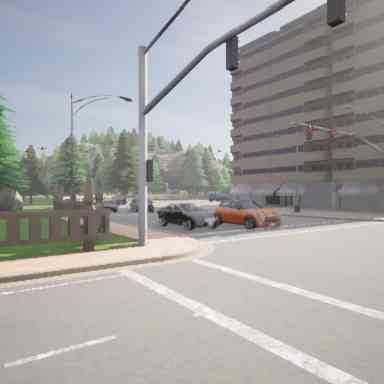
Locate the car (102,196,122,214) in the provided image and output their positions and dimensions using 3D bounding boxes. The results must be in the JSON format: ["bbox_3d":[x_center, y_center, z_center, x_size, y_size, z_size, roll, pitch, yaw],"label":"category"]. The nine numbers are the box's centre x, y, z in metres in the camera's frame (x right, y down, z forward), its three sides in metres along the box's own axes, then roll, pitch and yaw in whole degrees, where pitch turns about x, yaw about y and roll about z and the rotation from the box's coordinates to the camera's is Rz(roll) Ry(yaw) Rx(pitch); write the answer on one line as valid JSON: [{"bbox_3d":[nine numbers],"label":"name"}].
[{"bbox_3d":[-8.994,1.492,34.986,2.033,1.411,5.357,0,0,-20],"label":"car"}]

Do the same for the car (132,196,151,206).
[{"bbox_3d":[-8.150,1.422,54.294,1.882,1.535,5.008,0,0,6],"label":"car"}]

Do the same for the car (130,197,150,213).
[{"bbox_3d":[-5.448,1.451,35.722,1.837,1.490,4.892,0,0,-21],"label":"car"}]

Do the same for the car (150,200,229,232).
[{"bbox_3d":[-0.336,1.436,20.030,2.128,1.511,4.902,0,0,-34],"label":"car"}]

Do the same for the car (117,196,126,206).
[{"bbox_3d":[-11.753,1.422,52.351,1.882,1.535,5.008,0,0,3],"label":"car"}]

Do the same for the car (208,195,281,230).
[{"bbox_3d":[3.360,1.296,20.820,2.097,1.767,4.553,0,0,-34],"label":"car"}]

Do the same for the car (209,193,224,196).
[{"bbox_3d":[5.712,1.170,71.210,2.150,2.045,5.566,0,0,40],"label":"car"}]
